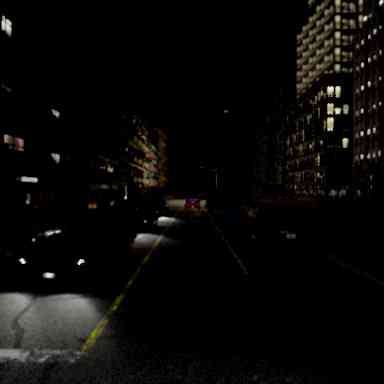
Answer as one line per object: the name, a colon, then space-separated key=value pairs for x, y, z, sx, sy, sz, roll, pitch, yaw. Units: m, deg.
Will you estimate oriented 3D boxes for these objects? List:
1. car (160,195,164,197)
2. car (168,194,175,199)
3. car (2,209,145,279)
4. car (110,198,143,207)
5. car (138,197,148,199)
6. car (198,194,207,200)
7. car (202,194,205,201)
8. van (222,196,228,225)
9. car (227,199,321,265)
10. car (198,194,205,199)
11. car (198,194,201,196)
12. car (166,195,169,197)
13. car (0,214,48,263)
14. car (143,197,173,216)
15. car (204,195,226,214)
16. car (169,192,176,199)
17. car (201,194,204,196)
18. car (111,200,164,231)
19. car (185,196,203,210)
car: x=-5.719 y=1.259 z=50.058 sx=1.967 sy=1.590 sz=4.097 roll=0 pitch=0 yaw=0
car: x=-5.743 y=1.253 z=94.102 sx=1.752 sy=1.417 sz=4.829 roll=0 pitch=0 yaw=0
car: x=-3.078 y=1.494 z=10.182 sx=2.033 sy=1.411 sz=5.357 roll=0 pitch=0 yaw=4
car: x=-5.707 y=1.432 z=27.952 sx=2.008 sy=1.369 sz=4.403 roll=0 pitch=0 yaw=0
car: x=-5.710 y=1.410 z=33.477 sx=1.887 sy=1.381 sz=4.507 roll=0 pitch=0 yaw=0
car: x=2.643 y=1.203 z=83.221 sx=1.967 sy=1.590 sz=4.097 roll=0 pitch=0 yaw=0
car: x=2.664 y=1.396 z=44.536 sx=1.887 sy=1.381 sz=4.507 roll=0 pitch=0 yaw=0
van: x=2.679 y=1.275 z=16.902 sx=1.690 sy=1.788 sz=3.998 roll=0 pitch=0 yaw=0
car: x=2.682 y=1.269 z=11.376 sx=2.192 sy=1.841 sz=5.009 roll=0 pitch=0 yaw=0
car: x=2.637 y=1.327 z=94.276 sx=1.802 sy=1.307 sz=4.206 roll=0 pitch=0 yaw=0
car: x=-0.026 y=1.305 z=51.058 sx=1.882 sy=1.535 sz=5.008 roll=0 pitch=0 yaw=0
car: x=-5.725 y=1.316 z=60.942 sx=1.752 sy=1.417 sz=4.829 roll=0 pitch=0 yaw=0
car: x=-5.697 y=1.487 z=11.372 sx=2.008 sy=1.369 sz=4.403 roll=0 pitch=0 yaw=0
car: x=-3.084 y=1.444 z=30.326 sx=1.994 sy=1.385 sz=4.181 roll=0 pitch=0 yaw=0
car: x=2.670 y=1.197 z=33.481 sx=2.192 sy=1.841 sz=5.009 roll=0 pitch=0 yaw=0
car: x=-5.737 y=1.291 z=83.218 sx=1.887 sy=1.381 sz=4.507 roll=0 pitch=0 yaw=0
car: x=2.320 y=1.293 z=69.639 sx=1.837 sy=1.490 sz=4.892 roll=0 pitch=0 yaw=0
car: x=-3.105 y=1.458 z=20.256 sx=2.033 sy=1.411 sz=5.357 roll=0 pitch=0 yaw=0
car: x=0.069 y=1.456 z=41.059 sx=1.895 sy=1.301 sz=4.718 roll=0 pitch=0 yaw=0
